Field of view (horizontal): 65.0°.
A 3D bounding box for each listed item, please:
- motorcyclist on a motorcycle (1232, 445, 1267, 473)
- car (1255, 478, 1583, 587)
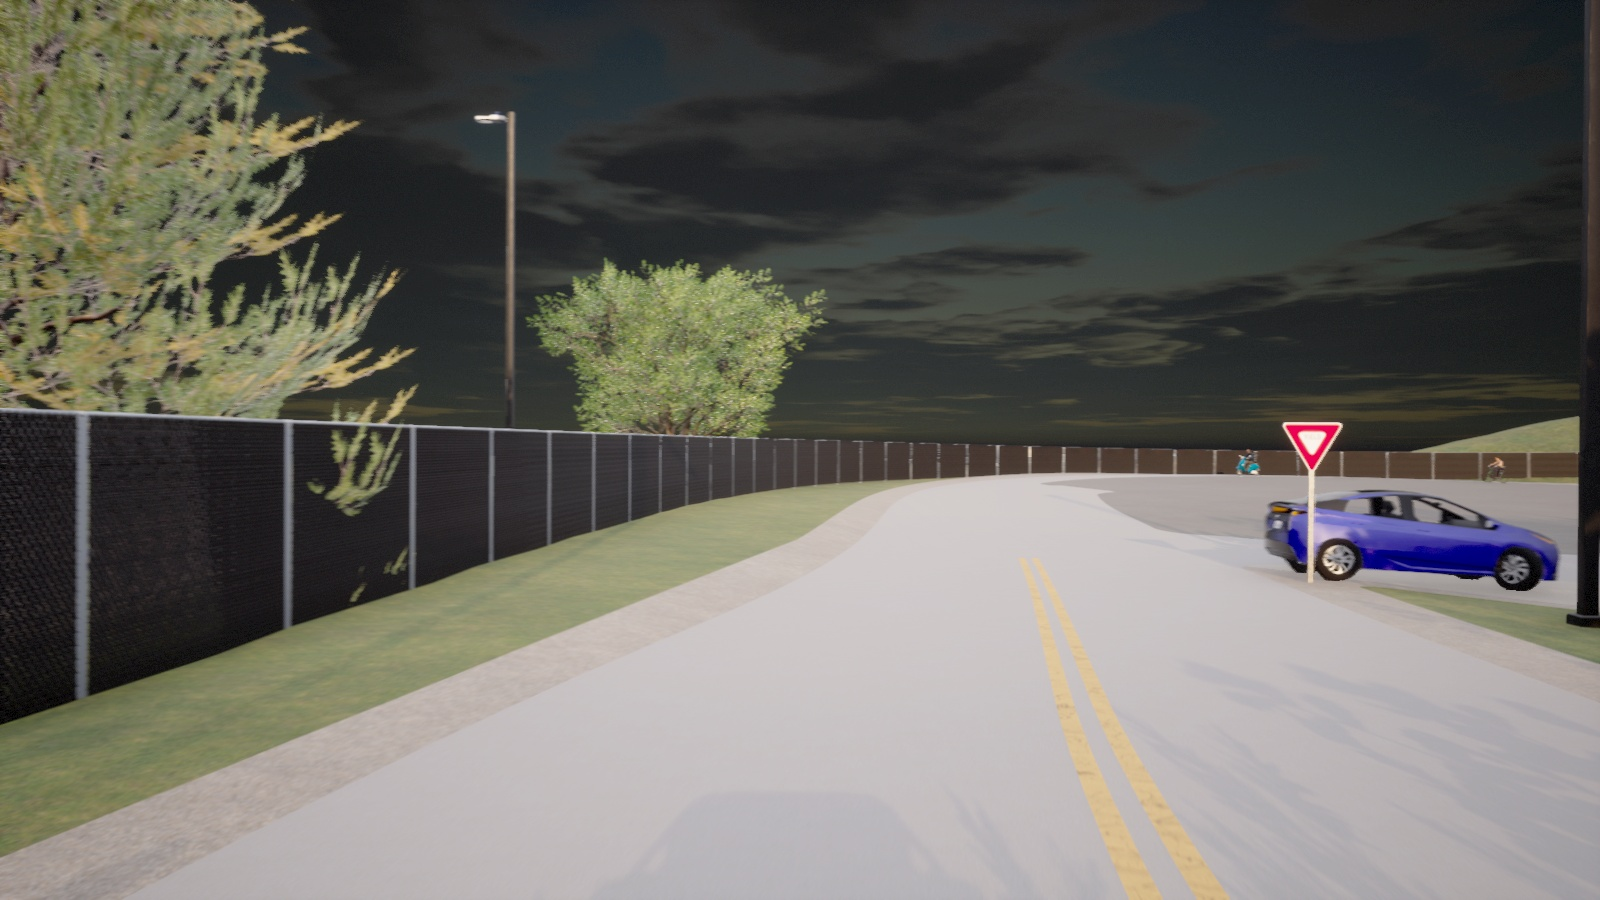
[{"bbox_3d":[26.295,0.532,73.503,1.817,1.590,0.866,1,0,-26],"label":"motorcyclist on a motorcycle"},{"bbox_3d":[10.311,1.341,21.231,4.514,1.525,2.007,2,0,5],"label":"car"}]
